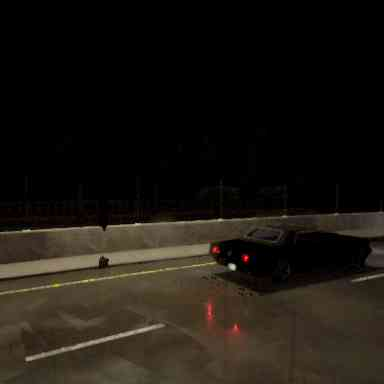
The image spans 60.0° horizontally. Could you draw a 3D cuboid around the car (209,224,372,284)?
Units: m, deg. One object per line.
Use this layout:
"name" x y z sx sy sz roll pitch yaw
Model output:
"car" 2.931 1.586 9.468 4.718 1.301 1.895 0 0 -30
